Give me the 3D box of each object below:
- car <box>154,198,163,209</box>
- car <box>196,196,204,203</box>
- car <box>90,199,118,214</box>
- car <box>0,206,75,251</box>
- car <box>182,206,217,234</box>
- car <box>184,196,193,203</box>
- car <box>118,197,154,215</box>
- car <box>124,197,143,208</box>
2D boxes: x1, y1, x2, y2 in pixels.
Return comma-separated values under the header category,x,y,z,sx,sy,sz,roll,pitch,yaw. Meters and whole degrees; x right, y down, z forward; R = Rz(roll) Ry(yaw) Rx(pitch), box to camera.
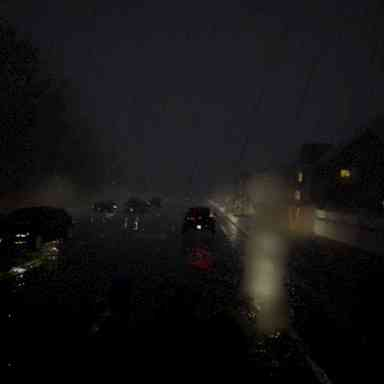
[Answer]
category,x,y,z,sx,sy,sz,roll,pitch,yaw
car,-5.296,1.631,48.925,1.837,1.490,4.892,2,0,1
car,2.191,1.889,86.752,2.097,1.767,4.553,2,0,1
car,-8.943,1.463,34.234,1.994,1.385,4.181,2,0,2
car,-6.311,1.357,13.387,1.837,1.490,4.892,2,0,1
car,0.464,1.652,20.348,1.837,1.490,4.892,2,0,1
car,-1.039,1.982,87.738,2.128,1.511,4.902,2,0,1
car,-5.688,1.509,34.329,2.128,1.511,4.902,2,-1,2
car,-8.544,1.544,49.009,1.812,1.442,4.674,2,0,1
